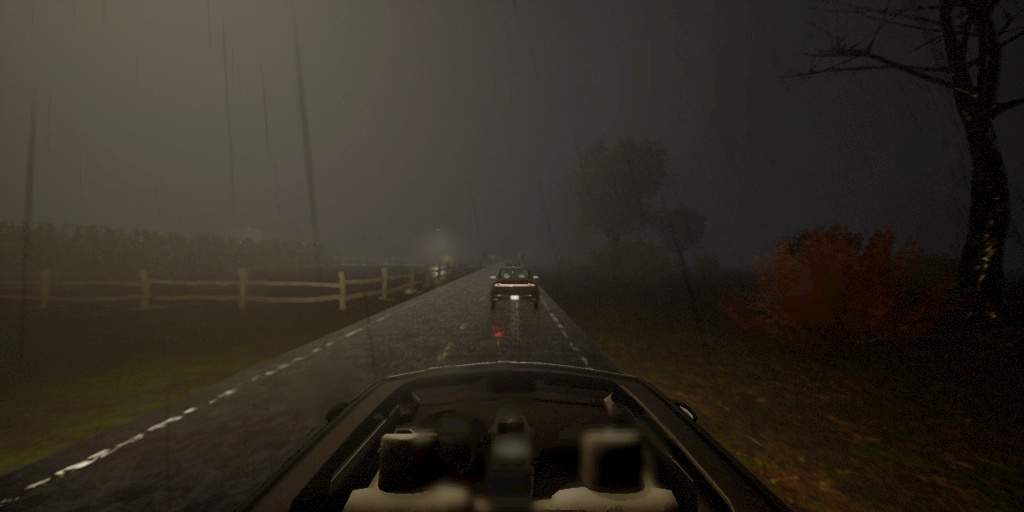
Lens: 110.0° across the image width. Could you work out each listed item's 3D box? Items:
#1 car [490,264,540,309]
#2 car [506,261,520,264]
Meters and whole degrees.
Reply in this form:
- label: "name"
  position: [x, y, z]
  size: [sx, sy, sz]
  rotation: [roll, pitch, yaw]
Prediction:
- label: "car"
  position: [0.096, 1.240, 14.931]
  size: [2.128, 1.511, 4.902]
  rotation: [0, 0, 0]
- label: "car"
  position: [0.090, 1.254, 34.861]
  size: [2.128, 1.511, 4.902]
  rotation: [0, 0, 0]
